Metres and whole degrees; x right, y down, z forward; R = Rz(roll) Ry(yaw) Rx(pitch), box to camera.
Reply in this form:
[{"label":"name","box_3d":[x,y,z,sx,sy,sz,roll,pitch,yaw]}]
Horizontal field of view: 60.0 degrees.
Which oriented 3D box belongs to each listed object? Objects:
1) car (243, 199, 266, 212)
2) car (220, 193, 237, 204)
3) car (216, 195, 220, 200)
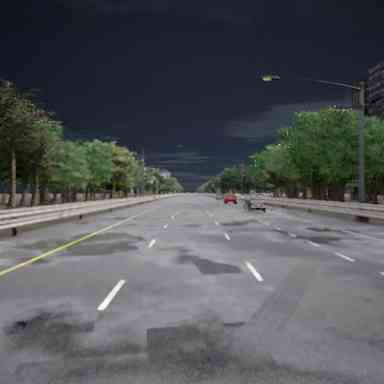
[{"label":"car","box_3d":[7.047,1.532,37.744,2.033,1.411,5.357,0,0,0]},{"label":"car","box_3d":[7.089,1.196,62.679,2.150,2.045,5.566,0,0,0]},{"label":"car","box_3d":[7.790,1.507,92.678,1.994,1.385,4.181,0,0,8]}]
